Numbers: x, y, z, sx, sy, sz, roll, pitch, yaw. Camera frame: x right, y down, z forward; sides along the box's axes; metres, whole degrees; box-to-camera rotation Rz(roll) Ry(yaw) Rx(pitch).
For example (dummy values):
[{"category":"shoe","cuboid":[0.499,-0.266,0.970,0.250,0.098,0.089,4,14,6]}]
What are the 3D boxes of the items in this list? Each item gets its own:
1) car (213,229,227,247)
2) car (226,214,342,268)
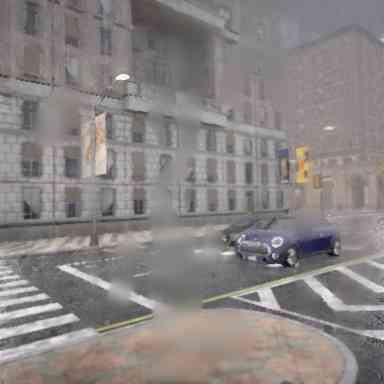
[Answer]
[{"category":"car","cuboid":[3.051,2.042,16.726,4.181,1.385,1.994,0,-2,-39]},{"category":"car","cuboid":[3.791,1.693,12.837,4.553,1.767,2.097,0,-2,-39]}]
